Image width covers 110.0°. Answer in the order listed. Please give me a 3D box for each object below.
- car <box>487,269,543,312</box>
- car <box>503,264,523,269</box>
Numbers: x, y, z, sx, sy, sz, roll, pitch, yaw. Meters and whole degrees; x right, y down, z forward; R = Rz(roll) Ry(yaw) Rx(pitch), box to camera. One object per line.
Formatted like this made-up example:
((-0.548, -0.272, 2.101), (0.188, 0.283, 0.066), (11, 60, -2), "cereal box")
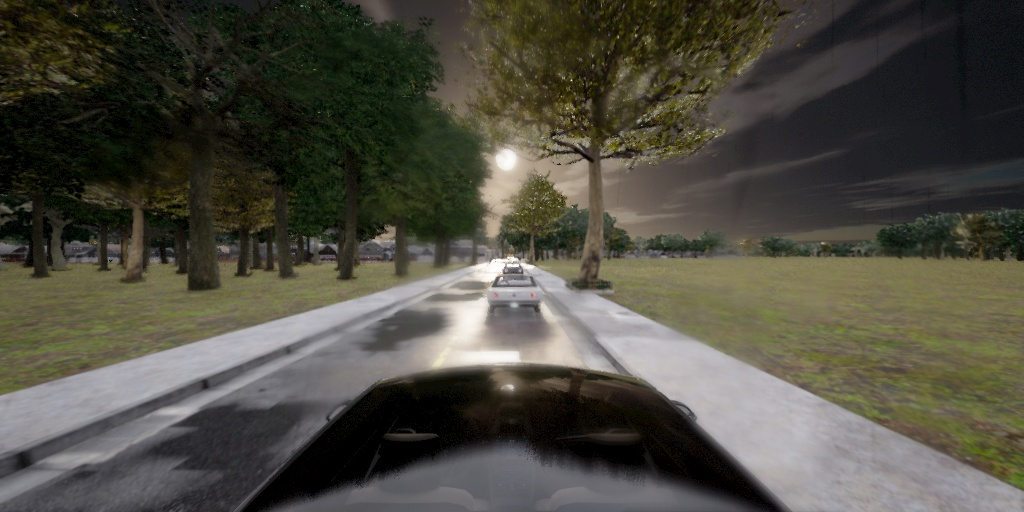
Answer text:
((0.099, 1.357, 14.157), (1.895, 1.301, 4.718), (0, 0, 0), "car")
((0.096, 1.367, 33.836), (1.895, 1.301, 4.718), (0, 0, 0), "car")
